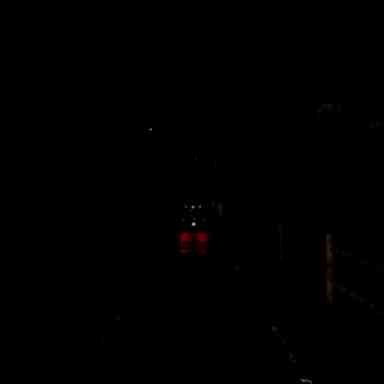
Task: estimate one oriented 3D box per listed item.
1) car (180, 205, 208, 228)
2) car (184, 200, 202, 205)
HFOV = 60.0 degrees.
[{"bbox_3d":[0.108,1.837,23.890,1.895,1.301,4.718,0,-1,0],"label":"car"},{"bbox_3d":[0.113,1.765,39.682,2.097,1.767,4.553,0,-1,0],"label":"car"}]
